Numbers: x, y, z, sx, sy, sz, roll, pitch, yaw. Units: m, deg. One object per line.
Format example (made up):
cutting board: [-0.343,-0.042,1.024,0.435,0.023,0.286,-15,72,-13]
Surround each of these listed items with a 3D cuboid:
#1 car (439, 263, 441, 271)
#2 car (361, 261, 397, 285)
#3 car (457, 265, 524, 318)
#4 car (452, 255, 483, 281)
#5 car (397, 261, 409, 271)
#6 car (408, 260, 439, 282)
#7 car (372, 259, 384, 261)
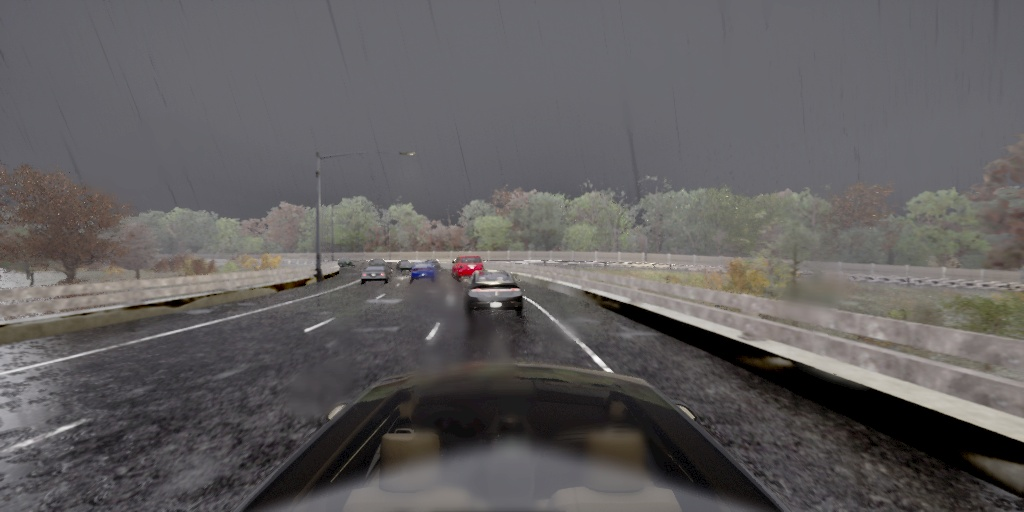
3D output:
car: [-11.261,1.287,50.288,1.837,1.490,4.892,0,0,-25]
car: [-10.140,1.337,27.038,2.033,1.411,5.357,0,0,-15]
car: [-0.744,1.244,12.998,2.128,1.511,4.902,0,0,-7]
car: [-3.721,0.975,29.909,2.150,2.045,5.566,0,0,-15]
car: [-14.837,1.366,49.608,1.994,1.385,4.181,0,0,-26]
car: [-7.171,1.250,29.070,1.882,1.535,5.008,0,0,-15]
car: [-18.326,1.174,48.735,2.097,1.767,4.553,0,0,-26]
